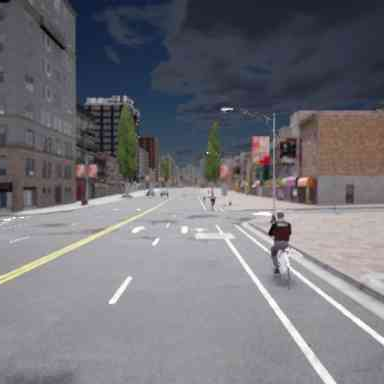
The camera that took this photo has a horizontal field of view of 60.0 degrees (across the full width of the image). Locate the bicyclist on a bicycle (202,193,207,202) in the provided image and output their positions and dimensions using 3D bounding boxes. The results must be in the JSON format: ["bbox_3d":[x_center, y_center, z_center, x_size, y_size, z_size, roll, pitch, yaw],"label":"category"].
[{"bbox_3d":[2.288,0.995,59.541,0.866,1.612,1.509,0,1,0],"label":"bicyclist on a bicycle"}]

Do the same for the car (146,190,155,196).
[{"bbox_3d":[-9.725,0.247,78.548,1.837,1.490,4.892,0,1,0],"label":"car"}]

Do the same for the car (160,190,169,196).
[{"bbox_3d":[-6.475,0.287,78.548,2.033,1.411,5.357,0,1,0],"label":"car"}]

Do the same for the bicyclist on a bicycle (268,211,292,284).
[{"bbox_3d":[2.253,1.366,8.678,0.659,1.776,1.843,0,0,0],"label":"bicyclist on a bicycle"}]

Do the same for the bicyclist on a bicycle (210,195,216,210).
[{"bbox_3d":[2.288,1.245,36.493,0.659,1.776,1.843,2,-2,0],"label":"bicyclist on a bicycle"}]
